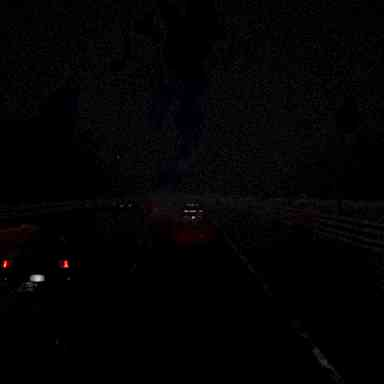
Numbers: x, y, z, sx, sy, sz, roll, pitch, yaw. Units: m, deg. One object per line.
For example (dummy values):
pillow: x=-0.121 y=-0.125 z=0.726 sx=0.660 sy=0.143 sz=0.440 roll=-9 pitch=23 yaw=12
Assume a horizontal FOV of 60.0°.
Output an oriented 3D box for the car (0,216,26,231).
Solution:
car: x=-6.892 y=1.480 z=11.040 sx=1.882 sy=1.535 sz=5.008 roll=1 pitch=0 yaw=0

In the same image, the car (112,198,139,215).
car: x=-6.899 y=1.407 z=34.793 sx=2.097 sy=1.767 sz=4.553 roll=0 pitch=0 yaw=0

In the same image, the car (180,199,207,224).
car: x=0.101 y=1.524 z=24.989 sx=2.128 sy=1.511 sz=4.902 roll=0 pitch=0 yaw=0

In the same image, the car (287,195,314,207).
car: x=19.035 y=1.486 z=58.520 sx=2.150 sy=2.045 sz=5.566 roll=0 pitch=0 yaw=-18

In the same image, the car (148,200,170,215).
car: x=-3.403 y=1.559 z=34.363 sx=1.837 sy=1.490 sz=4.892 roll=0 pitch=0 yaw=0

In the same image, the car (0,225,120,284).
car: x=-3.405 y=1.609 z=9.544 sx=1.895 sy=1.301 sz=4.718 roll=0 pitch=0 yaw=0

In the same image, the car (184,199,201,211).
car: x=0.101 y=1.624 z=42.781 sx=2.033 sy=1.411 sz=5.357 roll=0 pitch=0 yaw=0
